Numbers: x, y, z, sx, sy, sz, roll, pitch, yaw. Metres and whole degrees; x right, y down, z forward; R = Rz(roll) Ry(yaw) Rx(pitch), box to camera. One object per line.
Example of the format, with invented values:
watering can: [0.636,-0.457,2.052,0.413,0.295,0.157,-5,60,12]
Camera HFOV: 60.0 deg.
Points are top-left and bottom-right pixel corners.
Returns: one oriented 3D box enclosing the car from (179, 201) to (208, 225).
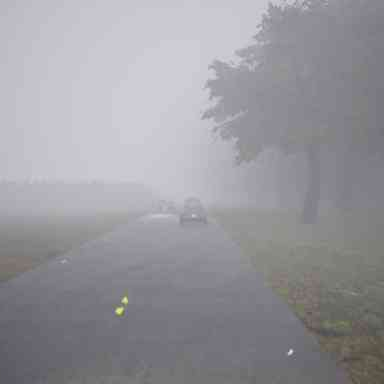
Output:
car: [0.100,1.568,24.390,1.994,1.385,4.181,0,0,0]

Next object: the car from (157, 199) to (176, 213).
car: [-2.839,1.525,37.283,2.128,1.511,4.902,0,0,0]

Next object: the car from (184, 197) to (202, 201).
car: [0.099,1.394,39.963,2.097,1.767,4.553,0,0,0]
